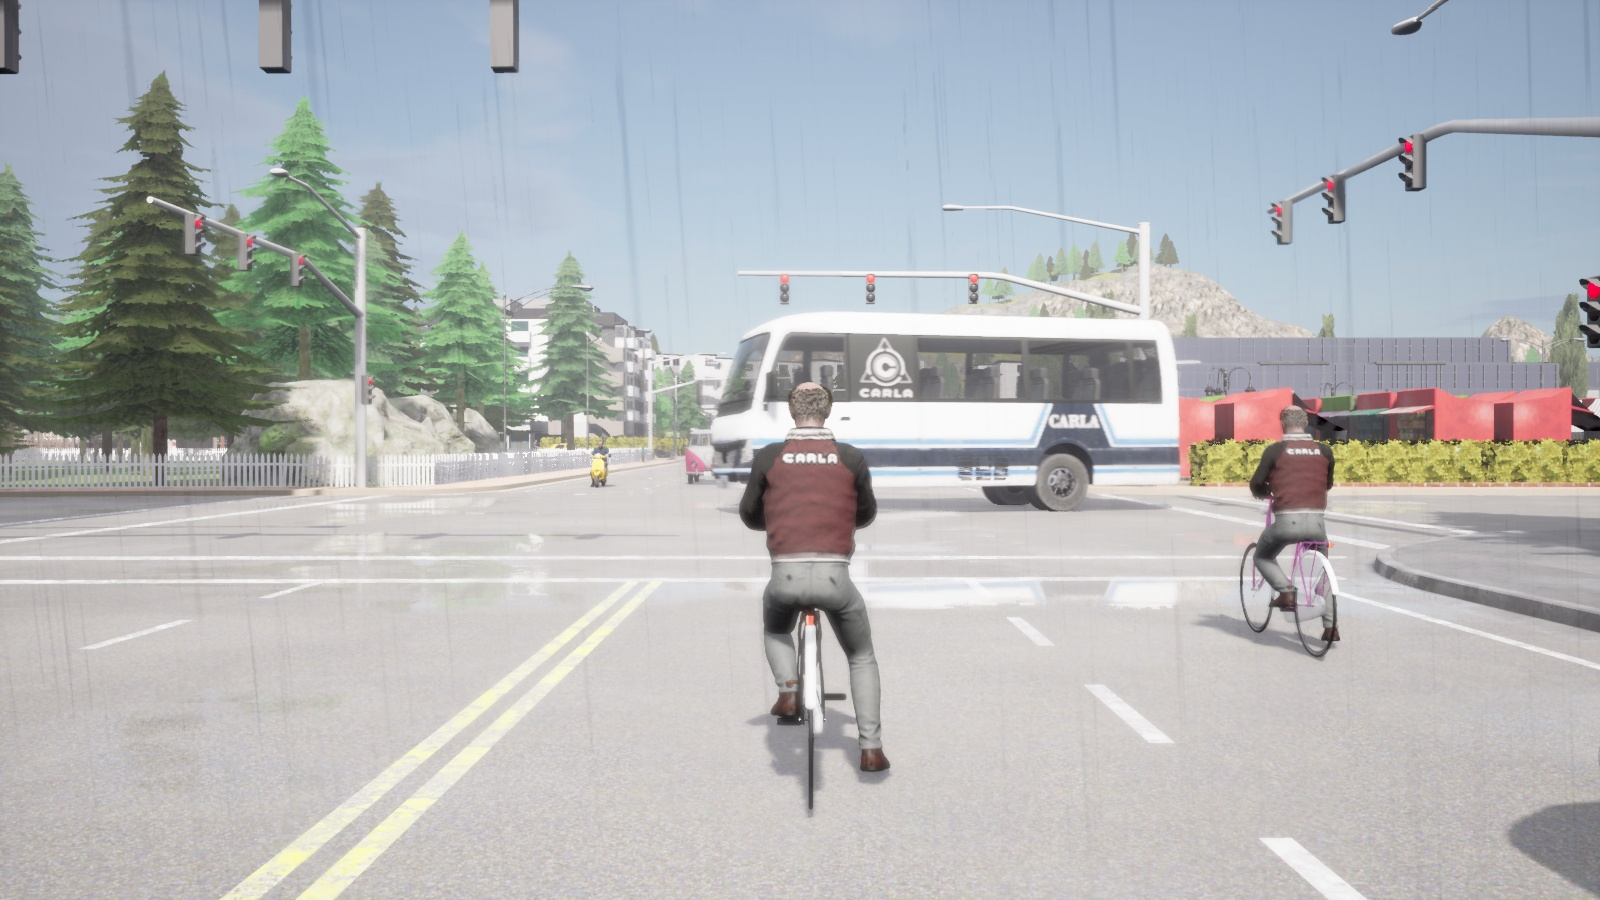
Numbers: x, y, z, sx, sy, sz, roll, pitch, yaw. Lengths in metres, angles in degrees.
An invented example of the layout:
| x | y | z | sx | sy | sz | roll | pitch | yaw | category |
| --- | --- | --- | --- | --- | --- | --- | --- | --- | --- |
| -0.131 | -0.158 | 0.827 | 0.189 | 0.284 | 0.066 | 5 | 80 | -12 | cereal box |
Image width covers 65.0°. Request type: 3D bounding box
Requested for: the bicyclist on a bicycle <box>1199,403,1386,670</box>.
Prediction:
| x | y | z | sx | sy | sz | roll | pitch | yaw | category |
| --- | --- | --- | --- | --- | --- | --- | --- | --- | --- |
| 3.564 | 0.568 | 9.269 | 0.659 | 1.776 | 1.843 | 0 | 1 | 0 | bicyclist on a bicycle |

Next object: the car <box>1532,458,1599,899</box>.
| x | y | z | sx | sy | sz | roll | pitch | yaw | category |
| --- | --- | --- | --- | --- | --- | --- | --- | --- | --- |
| 3.526 | 0.763 | 2.164 | 1.812 | 1.442 | 4.674 | 0 | 0 | 0 | car |

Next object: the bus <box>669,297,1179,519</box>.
| x | y | z | sx | sy | sz | roll | pitch | yaw | category |
| --- | --- | --- | --- | --- | --- | --- | --- | --- | --- |
| 2.605 | -0.794 | 27.353 | 10.273 | 4.253 | 3.944 | 0 | -1 | -16 | bus |

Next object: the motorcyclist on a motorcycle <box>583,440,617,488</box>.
| x | y | z | sx | sy | sz | roll | pitch | yaw | category |
| --- | --- | --- | --- | --- | --- | --- | --- | --- | --- |
| -6.760 | 0.454 | 42.533 | 0.866 | 1.590 | 1.817 | 0 | 0 | 0 | motorcyclist on a motorcycle |

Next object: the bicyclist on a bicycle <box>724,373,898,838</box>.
| x | y | z | sx | sy | sz | roll | pitch | yaw | category |
| --- | --- | --- | --- | --- | --- | --- | --- | --- | --- |
| 0.046 | 0.585 | 5.708 | 0.659 | 1.776 | 1.843 | 0 | 1 | 0 | bicyclist on a bicycle |

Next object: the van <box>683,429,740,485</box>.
| x | y | z | sx | sy | sz | roll | pitch | yaw | category |
| --- | --- | --- | --- | --- | --- | --- | --- | --- | --- |
| -3.237 | 0.233 | 46.760 | 1.775 | 1.987 | 4.442 | 0 | 0 | 0 | van |
